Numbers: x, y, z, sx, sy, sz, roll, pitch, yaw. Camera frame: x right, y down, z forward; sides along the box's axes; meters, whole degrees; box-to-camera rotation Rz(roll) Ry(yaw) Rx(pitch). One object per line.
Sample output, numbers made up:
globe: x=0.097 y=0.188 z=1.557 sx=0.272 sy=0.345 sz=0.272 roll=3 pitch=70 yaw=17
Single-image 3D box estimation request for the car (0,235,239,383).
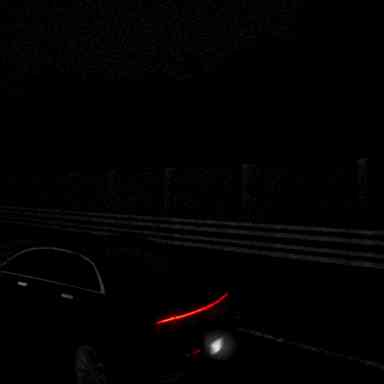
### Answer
car: x=-1.685 y=1.421 z=5.060 sx=4.892 sy=1.490 sz=1.837 roll=0 pitch=0 yaw=36
